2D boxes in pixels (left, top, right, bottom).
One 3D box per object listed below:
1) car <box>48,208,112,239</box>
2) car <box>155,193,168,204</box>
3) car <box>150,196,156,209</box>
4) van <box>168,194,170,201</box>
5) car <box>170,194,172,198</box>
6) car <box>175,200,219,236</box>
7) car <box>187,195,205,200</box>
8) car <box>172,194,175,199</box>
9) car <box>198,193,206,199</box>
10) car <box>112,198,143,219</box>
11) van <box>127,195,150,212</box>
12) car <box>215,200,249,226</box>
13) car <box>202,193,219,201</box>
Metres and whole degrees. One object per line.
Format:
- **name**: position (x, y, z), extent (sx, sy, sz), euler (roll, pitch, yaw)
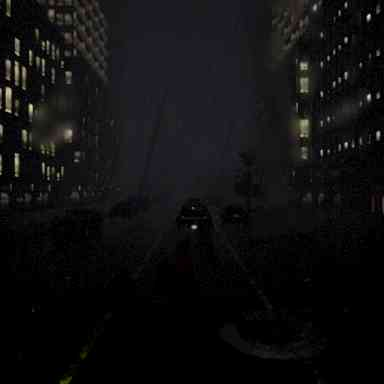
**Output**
- **car**: position (-5.678, 1.490, 16.721), extent (2.008, 1.369, 4.403), euler (0, 0, 0)
- **car**: position (-5.656, 1.222, 56.565), extent (1.967, 1.590, 4.097), euler (0, 0, 0)
- **car**: position (-5.666, 1.434, 39.490), extent (1.802, 1.307, 4.206), euler (0, 0, 0)
- **van**: position (-5.652, 1.099, 62.258), extent (1.690, 1.788, 3.998), euler (0, 0, 0)
- **car**: position (-5.650, 1.300, 67.951), extent (1.947, 1.339, 4.313), euler (0, 0, 0)
- **car**: position (0.111, 1.426, 18.075), extent (2.128, 1.511, 4.902), euler (0, 0, 0)
- **car**: position (0.119, 1.371, 35.939), extent (1.837, 1.490, 4.892), euler (0, 0, 0)
- **car**: position (-5.638, 1.163, 90.548), extent (1.752, 1.417, 4.829), euler (0, 0, 0)
- **car**: position (2.744, 1.077, 90.698), extent (1.967, 1.590, 4.097), euler (0, 0, 0)
- **car**: position (-5.672, 1.441, 28.105), extent (1.887, 1.381, 4.507), euler (0, 0, 0)
- **van**: position (-5.668, 1.216, 33.797), extent (1.690, 1.788, 3.998), euler (0, 0, 0)
- **car**: position (2.706, 1.484, 22.396), extent (1.947, 1.339, 4.313), euler (0, 0, 0)
- **car**: position (2.719, 1.270, 45.162), extent (1.967, 1.590, 4.097), euler (0, 0, 0)
